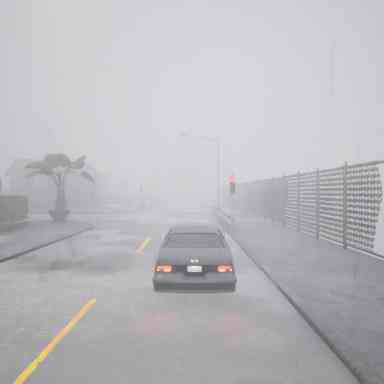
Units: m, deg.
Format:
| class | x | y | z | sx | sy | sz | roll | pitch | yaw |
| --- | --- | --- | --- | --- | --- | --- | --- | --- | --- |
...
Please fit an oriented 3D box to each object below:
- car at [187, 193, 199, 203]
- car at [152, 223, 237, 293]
| class | x | y | z | sx | sy | sz | roll | pitch | yaw |
| --- | --- | --- | --- | --- | --- | --- | --- | --- | --- |
| car | 0.167 | 1.221 | 69.213 | 2.150 | 2.045 | 5.566 | 0 | 0 | 0 |
| car | 0.072 | 1.547 | 8.996 | 2.033 | 1.411 | 5.357 | 0 | 0 | 1 |
